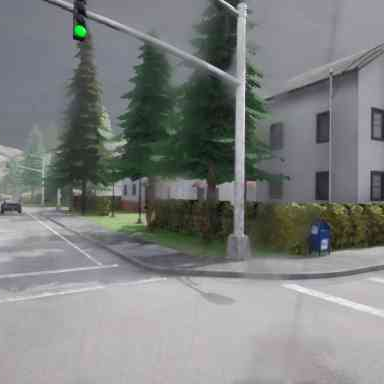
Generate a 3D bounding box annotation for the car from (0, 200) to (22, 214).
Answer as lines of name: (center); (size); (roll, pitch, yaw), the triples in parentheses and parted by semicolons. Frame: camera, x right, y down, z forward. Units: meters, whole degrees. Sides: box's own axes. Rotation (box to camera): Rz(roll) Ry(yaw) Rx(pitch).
car: (-20.474, 1.658, 37.694); (1.837, 1.490, 4.892); (1, -1, -32)
